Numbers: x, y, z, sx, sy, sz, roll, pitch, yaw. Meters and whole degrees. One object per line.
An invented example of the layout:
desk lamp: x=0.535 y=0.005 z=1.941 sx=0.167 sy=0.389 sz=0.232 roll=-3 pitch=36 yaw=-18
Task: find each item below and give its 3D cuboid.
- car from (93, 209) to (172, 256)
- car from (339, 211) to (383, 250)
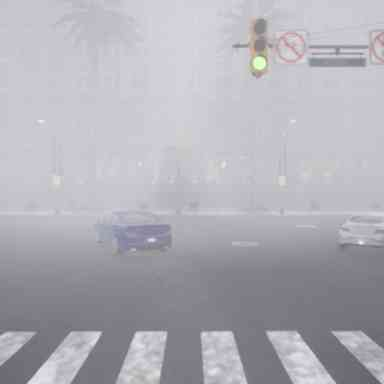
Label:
car: x=-2.507 y=1.425 z=13.143 sx=1.882 sy=1.535 sz=5.008 roll=1 pitch=0 yaw=-28
car: x=7.203 y=1.468 z=13.167 sx=1.812 sy=1.442 sz=4.674 roll=-1 pitch=0 yaw=38
